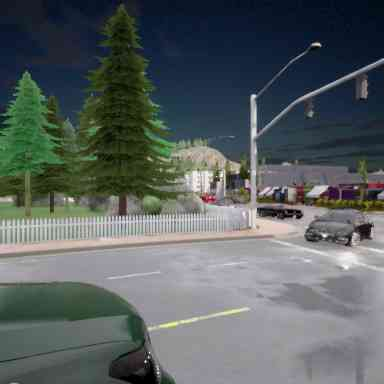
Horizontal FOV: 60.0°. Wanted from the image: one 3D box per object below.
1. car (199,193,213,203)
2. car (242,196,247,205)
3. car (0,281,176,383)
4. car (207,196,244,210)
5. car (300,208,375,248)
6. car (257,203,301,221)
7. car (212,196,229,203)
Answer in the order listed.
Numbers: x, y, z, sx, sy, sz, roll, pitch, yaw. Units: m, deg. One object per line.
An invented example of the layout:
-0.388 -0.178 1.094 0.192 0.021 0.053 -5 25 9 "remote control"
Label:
2.899 1.277 69.600 2.150 2.045 5.566 0 0 -17 "car"
8.667 1.547 62.286 2.128 1.511 4.902 0 0 -16 "car"
-2.767 1.221 1.662 5.566 2.045 2.150 0 0 -36 "car"
3.946 1.545 40.315 2.128 1.511 4.902 0 0 -16 "car"
6.929 1.530 15.192 1.837 1.490 4.892 5 3 41 "car"
7.456 1.656 28.300 1.895 1.301 4.718 0 0 -16 "car"
6.045 1.559 71.150 1.837 1.490 4.892 0 0 -16 "car"
